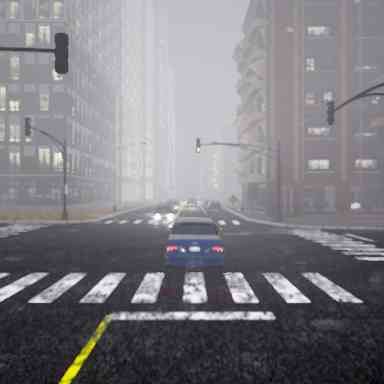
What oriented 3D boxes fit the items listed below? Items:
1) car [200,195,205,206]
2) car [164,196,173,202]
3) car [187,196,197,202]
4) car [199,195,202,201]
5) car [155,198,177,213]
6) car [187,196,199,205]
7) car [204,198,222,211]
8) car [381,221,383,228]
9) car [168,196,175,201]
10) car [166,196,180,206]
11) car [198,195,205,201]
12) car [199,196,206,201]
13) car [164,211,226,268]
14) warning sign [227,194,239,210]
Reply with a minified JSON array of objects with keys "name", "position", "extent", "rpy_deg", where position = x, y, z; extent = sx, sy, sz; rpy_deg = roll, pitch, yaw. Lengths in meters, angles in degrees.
[{"name":"car","position":[2.690,1.667,53.645],"extent":[2.008,1.369,4.403],"rpy_deg":[0,0,0]},{"name":"car","position":[-5.690,1.742,81.887],"extent":[2.008,1.369,4.403],"rpy_deg":[0,0,0]},{"name":"car","position":[0.001,1.552,73.329],"extent":[1.994,1.385,4.181],"rpy_deg":[0,0,0]},{"name":"car","position":[2.691,1.681,59.293],"extent":[2.008,1.369,4.403],"rpy_deg":[0,0,0]},{"name":"car","position":[-3.097,1.680,38.207],"extent":[1.895,1.301,4.718],"rpy_deg":[0,0,0]},{"name":"car","position":[0.001,1.705,63.293],"extent":[1.994,1.385,4.181],"rpy_deg":[0,0,0]},{"name":"car","position":[2.741,1.667,40.728],"extent":[1.802,1.307,4.206],"rpy_deg":[0,0,0]},{"name":"car","position":[14.642,1.873,21.044],"extent":[4.829,1.417,1.752],"rpy_deg":[1,-1,0]},{"name":"car","position":[-5.690,1.769,93.185],"extent":[1.887,1.381,4.507],"rpy_deg":[0,0,0]},{"name":"car","position":[-3.061,1.685,55.315],"extent":[1.994,1.385,4.181],"rpy_deg":[0,0,0]},{"name":"car","position":[2.690,1.664,93.185],"extent":[1.967,1.590,4.097],"rpy_deg":[0,0,0]},{"name":"car","position":[2.690,1.789,87.536],"extent":[1.802,1.307,4.206],"rpy_deg":[0,0,0]},{"name":"car","position":[0.089,1.581,11.309],"extent":[2.033,1.411,5.357],"rpy_deg":[1,-1,0]},{"name":"warning sign","position":[5.065,1.200,40.844],"extent":[1.300,1.860,1.060],"rpy_deg":[0,0,0]}]
